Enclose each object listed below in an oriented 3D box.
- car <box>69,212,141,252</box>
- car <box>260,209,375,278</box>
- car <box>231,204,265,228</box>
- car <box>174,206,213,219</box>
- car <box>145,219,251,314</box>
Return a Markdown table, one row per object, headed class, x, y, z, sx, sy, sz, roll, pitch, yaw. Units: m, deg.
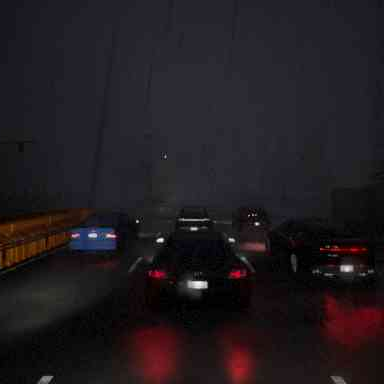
| class | x | y | z | sx | sy | sz | roll | pitch | yaw |
| --- | --- | --- | --- | --- | --- | --- | --- | --- | --- |
| car | -3.406 | 1.548 | 13.922 | 2.033 | 1.411 | 5.357 | 0 | 0 | 0 |
| car | 3.594 | 1.507 | 10.143 | 1.837 | 1.490 | 4.892 | 0 | 0 | 0 |
| car | 3.591 | 1.505 | 20.756 | 1.837 | 1.490 | 4.892 | 0 | 0 | 0 |
| car | 0.093 | 1.492 | 17.672 | 2.128 | 1.511 | 4.902 | 0 | 0 | 0 |
| car | 0.097 | 1.564 | 7.723 | 1.994 | 1.385 | 4.181 | 0 | 0 | 0 |
